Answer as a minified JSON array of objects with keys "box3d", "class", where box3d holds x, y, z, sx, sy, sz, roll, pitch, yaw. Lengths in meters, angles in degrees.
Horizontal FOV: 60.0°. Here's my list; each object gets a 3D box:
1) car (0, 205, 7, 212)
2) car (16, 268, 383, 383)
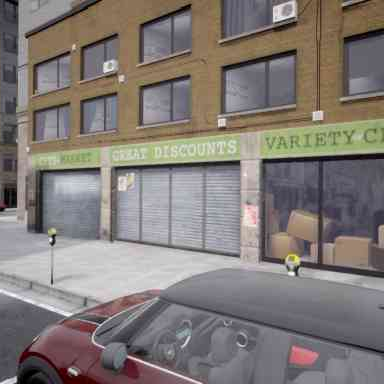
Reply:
[{"box3d":[-19.421,1.458,29.770,1.895,1.301,4.718,1,1,34],"class":"car"},{"box3d":[0.247,1.440,2.889,4.097,1.590,1.967,0,1,35],"class":"car"}]
